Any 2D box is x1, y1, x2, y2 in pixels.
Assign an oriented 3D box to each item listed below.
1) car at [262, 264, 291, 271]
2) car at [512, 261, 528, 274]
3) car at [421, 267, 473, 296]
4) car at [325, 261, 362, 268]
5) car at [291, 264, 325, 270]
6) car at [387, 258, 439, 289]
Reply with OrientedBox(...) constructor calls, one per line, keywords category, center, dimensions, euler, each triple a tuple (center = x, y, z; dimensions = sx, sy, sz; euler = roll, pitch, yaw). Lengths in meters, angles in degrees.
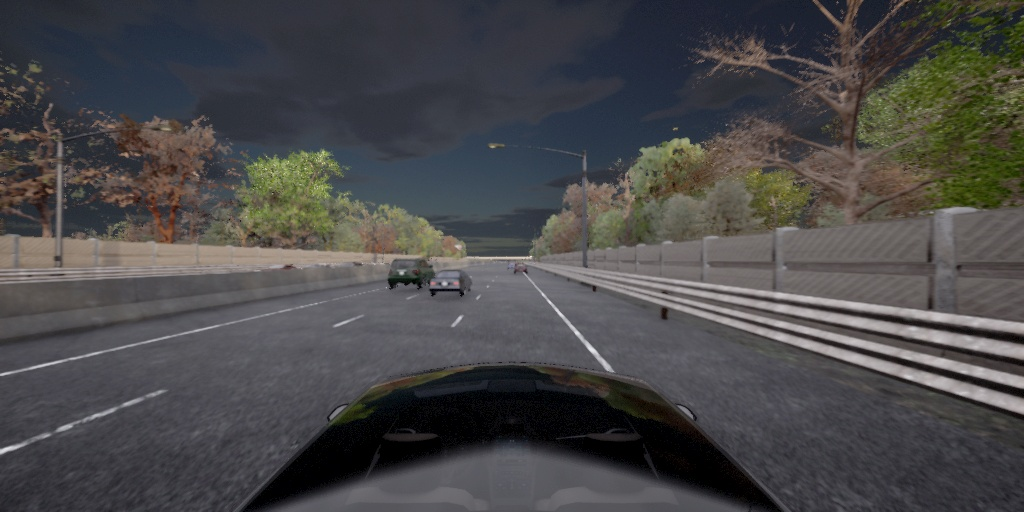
OrientedBox(category="car", center=(-24.577, 1.615, 38.109), dimensions=(1.812, 1.442, 4.674), euler=(0, -1, 0))
OrientedBox(category="car", center=(1.223, 1.736, 49.877), dimensions=(1.812, 1.442, 4.674), euler=(0, -1, 0))
OrientedBox(category="car", center=(-3.400, 1.472, 20.598), dimensions=(2.033, 1.411, 5.357), euler=(0, -1, 0))
OrientedBox(category="car", center=(-17.580, 1.444, 38.567), dimensions=(2.097, 1.767, 4.553), euler=(0, 0, 0))
OrientedBox(category="car", center=(-21.075, 1.589, 38.842), dimensions=(2.128, 1.511, 4.902), euler=(0, -1, 0))
OrientedBox(category="car", center=(-6.904, 1.188, 25.127), dimensions=(2.150, 2.045, 5.566), euler=(0, -1, 0))
